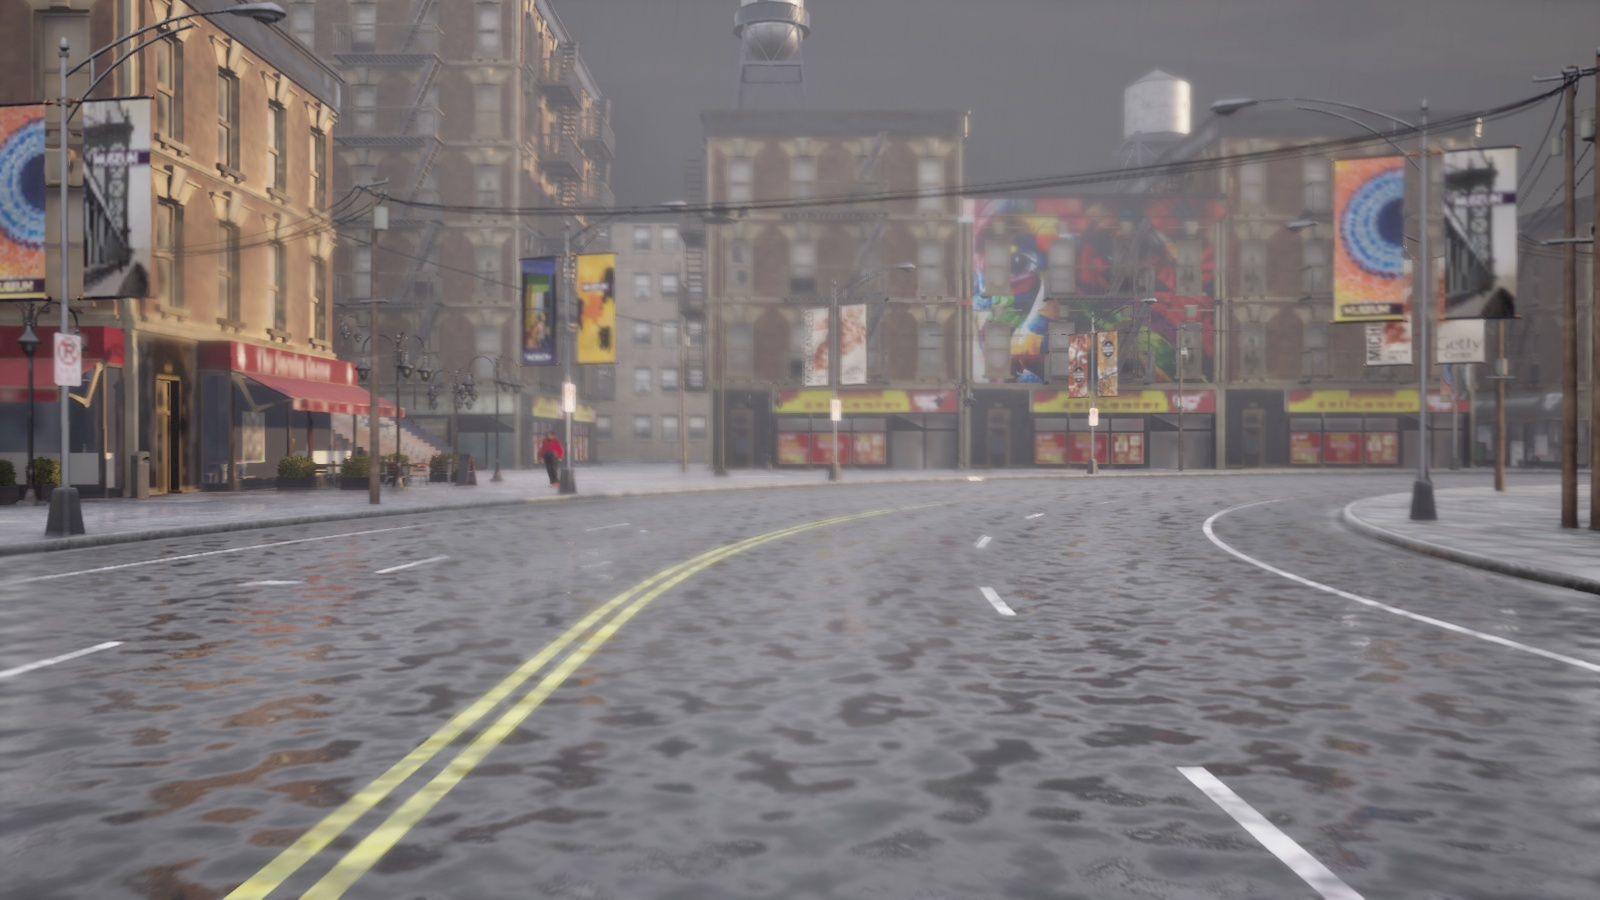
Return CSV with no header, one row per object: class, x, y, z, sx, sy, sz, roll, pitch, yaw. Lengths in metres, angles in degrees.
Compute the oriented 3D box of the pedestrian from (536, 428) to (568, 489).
pedestrian,-7.626,0.246,38.654,0.634,1.844,0.899,0,0,17
